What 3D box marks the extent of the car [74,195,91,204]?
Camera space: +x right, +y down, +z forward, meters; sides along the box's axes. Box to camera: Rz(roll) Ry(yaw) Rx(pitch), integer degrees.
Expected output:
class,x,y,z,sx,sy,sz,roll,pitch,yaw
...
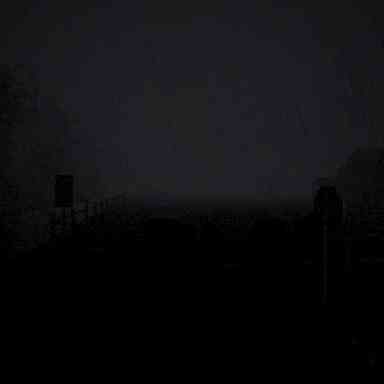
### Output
class,x,y,z,sx,sy,sz,roll,pitch,yaw
car,-16.534,1.108,50.390,1.994,1.385,4.181,0,1,-9
